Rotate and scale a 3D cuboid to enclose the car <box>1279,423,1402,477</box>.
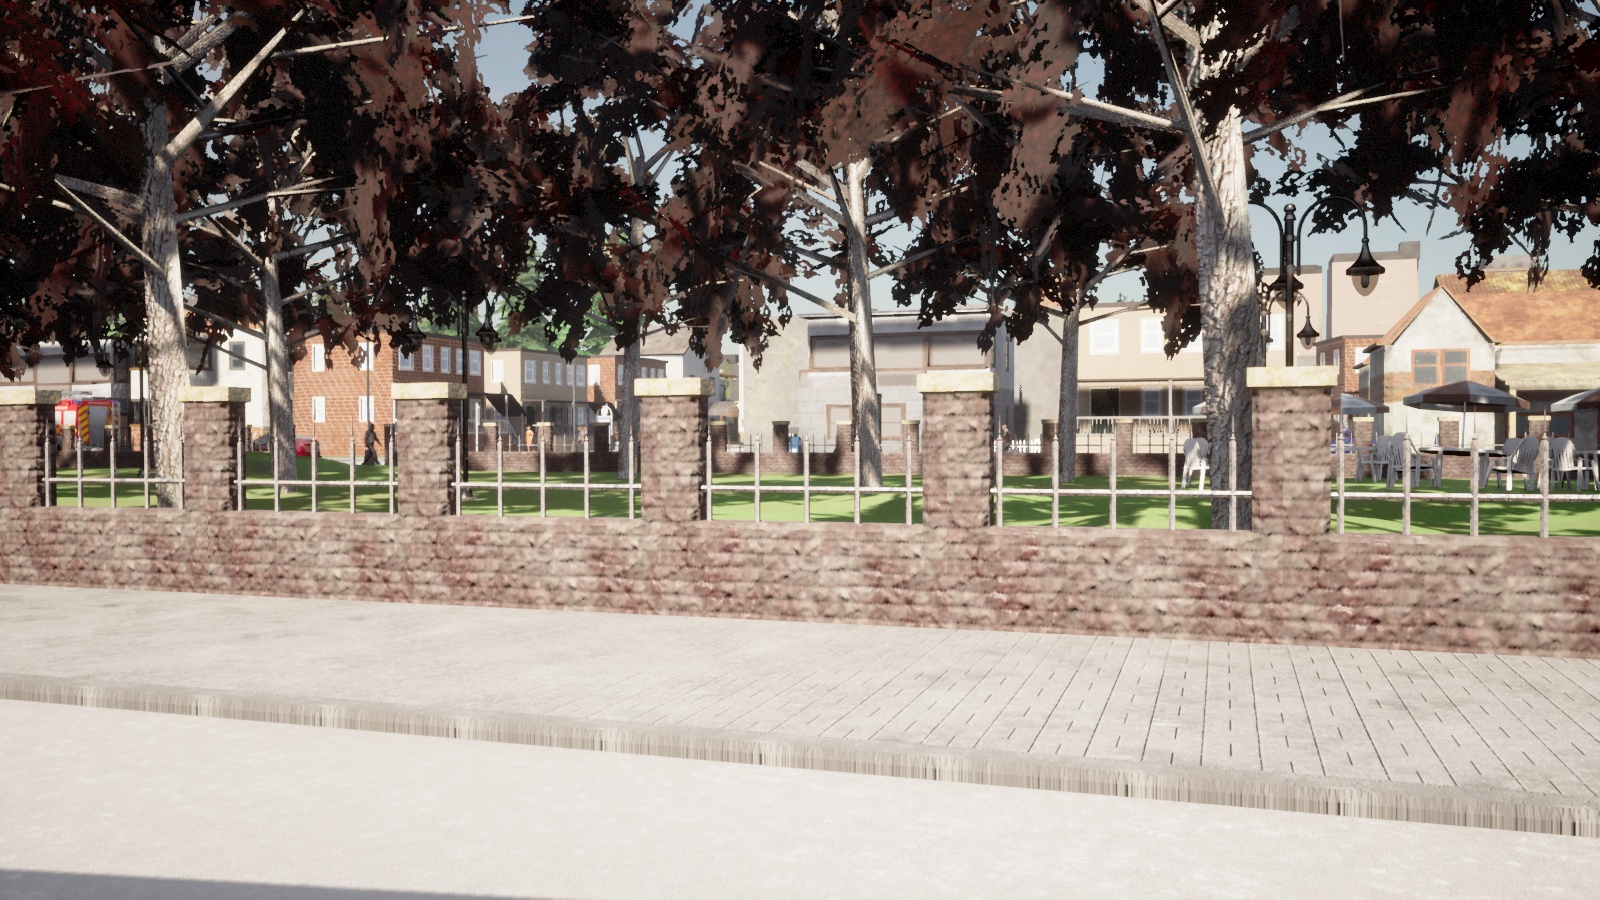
[{"bbox_3d":[19.286,-0.025,44.969,3.866,1.878,1.905,1,1,19],"label":"car"}]

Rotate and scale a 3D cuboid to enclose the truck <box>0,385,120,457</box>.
[{"bbox_3d":[-42.433,-1.613,70.040,8.468,3.827,2.891,1,1,19],"label":"truck"}]

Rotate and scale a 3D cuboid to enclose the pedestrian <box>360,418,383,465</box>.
[{"bbox_3d":[-17.666,-0.357,51.801,0.788,1.949,0.423,1,1,19],"label":"pedestrian"}]

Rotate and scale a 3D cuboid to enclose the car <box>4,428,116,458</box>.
[{"bbox_3d":[-37.815,-0.381,64.206,4.902,1.511,2.128,0,1,16],"label":"car"}]

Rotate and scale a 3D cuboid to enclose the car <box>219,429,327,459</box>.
[{"bbox_3d":[-27.178,-0.309,64.821,4.792,1.488,2.163,0,1,14],"label":"car"}]
